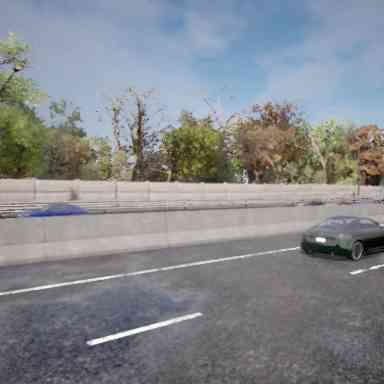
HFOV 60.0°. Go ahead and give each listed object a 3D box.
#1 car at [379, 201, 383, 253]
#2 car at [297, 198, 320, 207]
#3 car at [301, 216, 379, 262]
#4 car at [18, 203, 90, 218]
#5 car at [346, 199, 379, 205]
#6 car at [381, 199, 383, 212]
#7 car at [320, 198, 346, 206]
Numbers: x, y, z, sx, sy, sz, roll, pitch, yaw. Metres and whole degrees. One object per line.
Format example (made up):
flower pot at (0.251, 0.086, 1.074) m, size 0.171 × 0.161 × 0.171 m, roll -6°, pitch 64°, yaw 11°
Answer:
car at (7.755, 1.223, 9.269) m, size 5.566 × 2.045 × 2.150 m, roll 0°, pitch 0°, yaw -36°
car at (16.487, 1.551, 45.800) m, size 4.674 × 1.442 × 1.812 m, roll 0°, pitch 0°, yaw -35°
car at (5.928, 1.566, 12.268) m, size 4.181 × 1.385 × 1.994 m, roll 0°, pitch 0°, yaw -35°
car at (-9.464, 1.527, 23.033) m, size 4.674 × 1.442 × 1.812 m, roll 0°, pitch 0°, yaw -36°
car at (21.722, 1.574, 40.941) m, size 5.357 × 1.411 × 2.033 m, roll 0°, pitch 0°, yaw -35°
car at (23.907, 1.533, 38.199) m, size 4.892 × 1.490 × 1.837 m, roll 0°, pitch 0°, yaw -35°
car at (19.313, 1.552, 43.519) m, size 4.674 × 1.442 × 1.812 m, roll 0°, pitch 0°, yaw -35°
